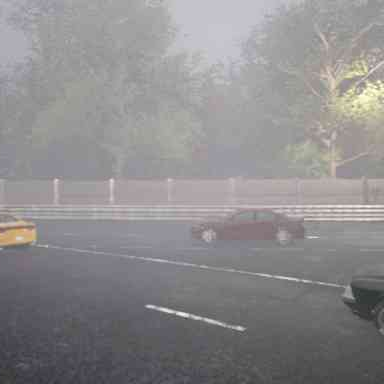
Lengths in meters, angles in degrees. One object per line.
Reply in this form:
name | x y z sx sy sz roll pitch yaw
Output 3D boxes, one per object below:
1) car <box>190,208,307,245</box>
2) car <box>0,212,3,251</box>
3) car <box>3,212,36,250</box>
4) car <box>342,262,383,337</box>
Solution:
car | 2.425 1.455 14.698 5.008 1.535 1.882 0 0 5
car | -7.532 1.220 8.403 5.566 2.045 2.150 0 0 30
car | -8.164 1.466 12.701 5.008 1.535 1.882 0 0 28
car | 4.753 1.574 4.675 4.718 1.301 1.895 0 0 36
